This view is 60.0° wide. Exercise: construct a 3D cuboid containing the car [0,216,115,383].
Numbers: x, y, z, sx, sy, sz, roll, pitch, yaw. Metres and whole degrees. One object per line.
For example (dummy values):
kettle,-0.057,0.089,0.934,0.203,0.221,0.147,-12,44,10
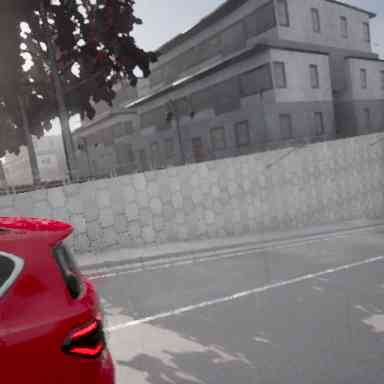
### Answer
car,-3.209,1.255,1.698,5.566,2.045,2.150,-1,1,-35
